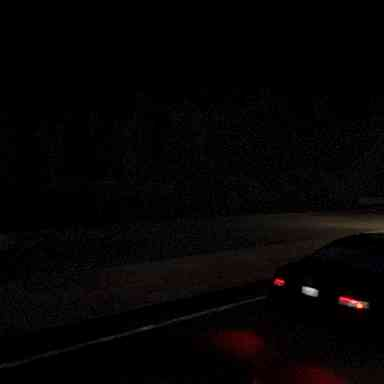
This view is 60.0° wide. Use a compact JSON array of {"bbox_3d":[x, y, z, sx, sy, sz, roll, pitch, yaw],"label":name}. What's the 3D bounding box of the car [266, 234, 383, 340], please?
[{"bbox_3d":[3.815,1.547,6.469,5.357,1.411,2.033,0,0,-36],"label":"car"}]
